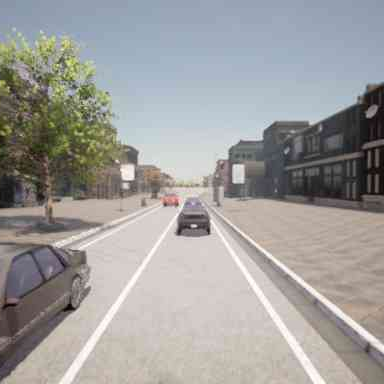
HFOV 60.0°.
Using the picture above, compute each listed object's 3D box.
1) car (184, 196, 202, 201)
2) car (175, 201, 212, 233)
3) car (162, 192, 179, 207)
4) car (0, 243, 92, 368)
[{"bbox_3d":[0.114,1.300,38.823,2.097,1.767,4.553,0,0,0],"label":"car"},{"bbox_3d":[0.108,1.524,19.691,1.837,1.490,4.892,0,0,0],"label":"car"},{"bbox_3d":[-3.053,1.088,48.936,2.150,2.045,5.566,0,0,0],"label":"car"},{"bbox_3d":[-3.098,1.553,5.036,2.033,1.411,5.357,0,0,0],"label":"car"}]
